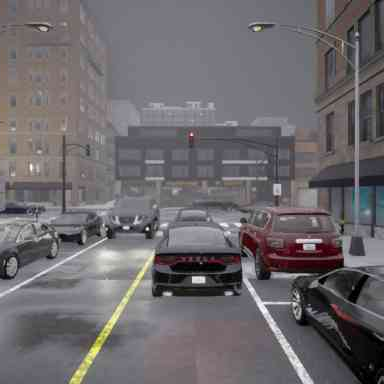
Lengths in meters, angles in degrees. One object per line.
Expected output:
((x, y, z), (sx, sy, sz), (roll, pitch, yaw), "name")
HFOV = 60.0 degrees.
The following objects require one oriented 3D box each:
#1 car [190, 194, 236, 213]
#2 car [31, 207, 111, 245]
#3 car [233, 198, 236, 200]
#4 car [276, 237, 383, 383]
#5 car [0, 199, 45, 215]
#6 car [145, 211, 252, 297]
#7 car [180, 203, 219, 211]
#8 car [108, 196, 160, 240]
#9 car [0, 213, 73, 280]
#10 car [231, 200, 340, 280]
((2.412, 1.242, 37.788), (5.566, 2.045, 2.150), (1, 0, 0), "car")
((-5.406, 1.565, 15.493), (1.947, 1.339, 4.313), (0, 0, 0), "car")
((7.321, 1.590, 34.121), (5.357, 1.411, 2.033), (0, 0, -9), "car")
((2.631, 1.566, 4.178), (1.947, 1.339, 4.313), (0, 0, 0), "car")
((-16.201, 1.529, 30.979), (4.718, 1.301, 1.895), (0, 0, 0), "car")
((0.064, 1.477, 8.647), (1.882, 1.535, 5.008), (0, 0, -1), "car")
((0.062, 1.504, 16.162), (1.837, 1.490, 4.892), (0, 0, 0), "car")
((-2.931, 1.220, 17.455), (2.150, 2.045, 5.566), (0, 0, 0), "car")
((-5.400, 1.550, 9.831), (2.008, 1.369, 4.403), (0, 0, 0), "car")
((2.625, 1.314, 9.840), (2.192, 1.841, 5.009), (0, 0, 0), "car")
